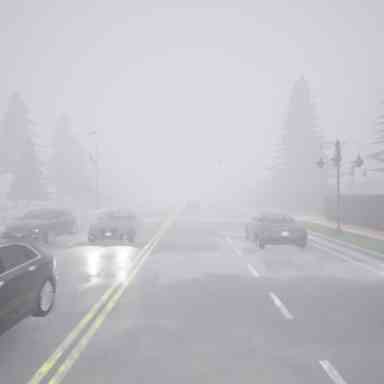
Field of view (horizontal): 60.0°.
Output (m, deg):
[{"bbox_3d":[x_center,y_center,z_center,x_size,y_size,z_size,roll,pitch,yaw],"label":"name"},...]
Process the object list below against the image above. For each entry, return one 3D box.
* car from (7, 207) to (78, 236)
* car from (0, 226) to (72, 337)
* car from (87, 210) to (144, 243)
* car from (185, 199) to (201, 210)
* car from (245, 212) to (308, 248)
[{"bbox_3d":[-7.010,1.526,15.914,1.837,1.490,4.892,0,-1,0],"label":"car"},{"bbox_3d":[-3.574,1.512,4.727,1.837,1.490,4.892,0,0,0],"label":"car"},{"bbox_3d":[-3.512,1.583,15.937,1.994,1.385,4.181,0,0,0],"label":"car"},{"bbox_3d":[0.109,1.615,43.846,1.994,1.385,4.181,0,0,0],"label":"car"},{"bbox_3d":[3.603,1.581,14.863,1.994,1.385,4.181,0,0,0],"label":"car"}]
